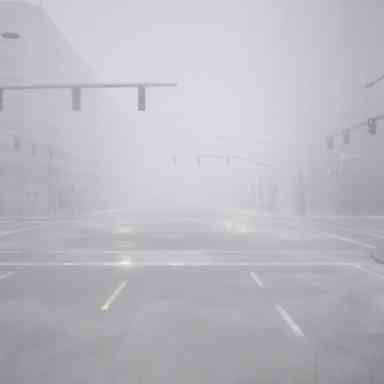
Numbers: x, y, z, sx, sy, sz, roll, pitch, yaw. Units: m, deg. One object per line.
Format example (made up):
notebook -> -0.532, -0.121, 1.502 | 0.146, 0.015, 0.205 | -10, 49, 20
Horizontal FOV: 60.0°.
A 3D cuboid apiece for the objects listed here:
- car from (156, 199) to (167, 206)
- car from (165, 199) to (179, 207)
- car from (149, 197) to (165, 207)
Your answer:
car -> -6.970, 2.399, 76.047 | 1.994, 1.385, 4.181 | 0, -1, 1
car -> -3.623, 2.229, 65.226 | 1.837, 1.490, 4.892 | 0, -1, 1
car -> -7.115, 1.949, 65.222 | 2.150, 2.045, 5.566 | 0, -1, 1
